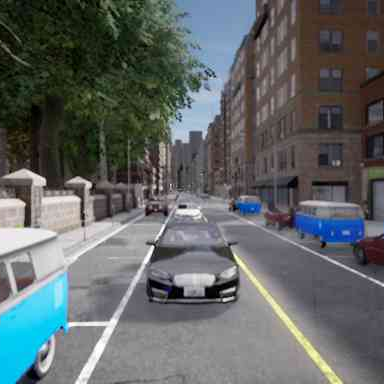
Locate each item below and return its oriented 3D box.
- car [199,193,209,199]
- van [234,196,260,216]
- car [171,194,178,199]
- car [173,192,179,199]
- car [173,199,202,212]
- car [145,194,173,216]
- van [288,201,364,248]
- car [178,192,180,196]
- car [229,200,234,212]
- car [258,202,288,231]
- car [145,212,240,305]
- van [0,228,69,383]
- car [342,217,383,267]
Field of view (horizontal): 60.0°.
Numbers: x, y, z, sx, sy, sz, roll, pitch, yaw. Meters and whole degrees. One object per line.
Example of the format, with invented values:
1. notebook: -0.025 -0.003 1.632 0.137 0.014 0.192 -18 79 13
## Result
1. car: 3.715 1.183 91.406 1.967 1.590 4.097 0 0 -2
2. van: 5.322 1.267 31.390 1.690 1.788 3.998 0 0 -2
3. car: -4.805 1.290 91.142 1.887 1.381 4.507 0 0 -2
4. car: -4.363 1.316 74.626 1.752 1.417 4.829 0 0 -2
5. car: -0.332 1.473 23.773 1.812 1.442 4.674 0 0 -2
6. car: -3.199 1.243 31.122 2.192 1.841 5.009 0 0 -2
7. van: 5.775 1.309 14.415 1.690 1.788 3.998 0 0 -2
8. car: -4.513 1.325 80.244 2.008 1.369 4.403 0 0 -2
9. car: 5.171 1.475 37.049 1.947 1.339 4.313 0 0 -2
10. car: 5.624 1.500 20.074 1.887 1.381 4.507 0 0 -2
11. car: -0.015 1.475 8.277 2.128 1.511 4.902 0 0 -1
12. van: -2.443 1.336 2.843 1.690 1.788 3.998 0 0 -2
13. car: 5.927 1.563 8.757 1.802 1.307 4.206 0 0 -2
